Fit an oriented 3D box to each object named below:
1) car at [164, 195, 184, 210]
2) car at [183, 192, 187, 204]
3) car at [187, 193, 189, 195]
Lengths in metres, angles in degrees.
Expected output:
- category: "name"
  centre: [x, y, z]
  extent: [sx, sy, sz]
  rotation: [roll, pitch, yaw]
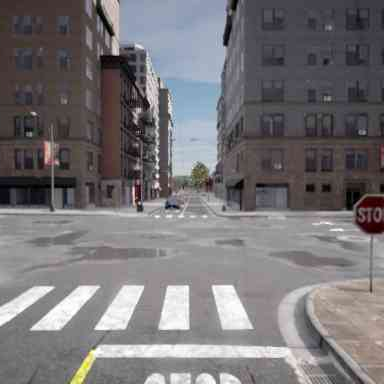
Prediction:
- category: "car"
  centre: [-2.407, 1.478, 42.295]
  extent: [2.033, 1.411, 5.357]
  rotation: [0, 0, 0]
- category: "car"
  centre: [-2.318, 1.240, 56.084]
  extent: [2.097, 1.767, 4.553]
  rotation: [0, 0, 0]
- category: "car"
  centre: [-2.210, 1.219, 70.814]
  extent: [1.895, 1.301, 4.718]
  rotation: [0, 0, 0]
